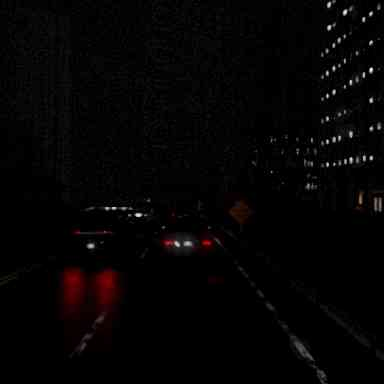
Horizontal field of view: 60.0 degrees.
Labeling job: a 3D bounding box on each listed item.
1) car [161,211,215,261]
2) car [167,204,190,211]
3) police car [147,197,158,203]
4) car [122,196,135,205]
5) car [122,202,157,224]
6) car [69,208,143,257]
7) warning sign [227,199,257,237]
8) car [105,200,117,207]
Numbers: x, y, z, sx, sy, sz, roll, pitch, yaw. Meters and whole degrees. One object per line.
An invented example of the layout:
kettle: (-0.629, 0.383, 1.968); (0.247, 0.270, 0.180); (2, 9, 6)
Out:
car: (-0.209, 1.676, 12.806); (2.033, 1.411, 5.357); (0, -1, -2)
car: (-1.164, 1.815, 29.326); (1.812, 1.442, 4.674); (0, 0, -4)
police car: (-10.596, 2.325, 91.985); (1.930, 1.638, 5.238); (0, -1, -14)
car: (-12.149, 1.844, 63.692); (2.150, 2.045, 5.566); (0, -1, -9)
car: (-4.300, 1.822, 27.721); (2.033, 1.411, 5.357); (0, -1, -4)
car: (-3.493, 1.630, 13.660); (2.128, 1.511, 4.902); (0, 0, -2)
warning sign: (2.475, 1.282, 16.736); (1.300, 1.860, 1.060); (0, 0, -3)
car: (-15.430, 2.183, 63.490); (1.994, 1.385, 4.181); (0, -1, -9)
